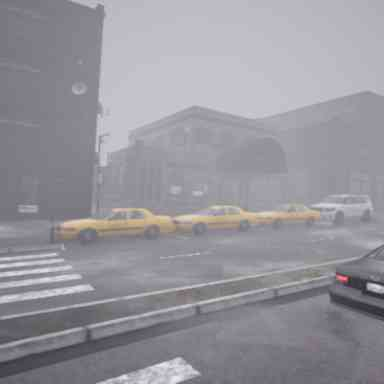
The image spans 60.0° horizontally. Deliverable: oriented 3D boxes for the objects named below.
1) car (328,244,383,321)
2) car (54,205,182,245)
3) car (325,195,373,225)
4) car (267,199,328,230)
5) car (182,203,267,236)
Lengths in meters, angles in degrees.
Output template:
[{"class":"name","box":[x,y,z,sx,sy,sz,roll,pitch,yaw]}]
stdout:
[{"class":"car","box":[4.990,1.562,6.572,5.357,1.411,2.033,0,0,-33]},{"class":"car","box":[-3.378,1.404,15.203,5.366,1.575,1.946,0,0,-32]},{"class":"car","box":[10.867,1.210,24.218,5.566,2.045,2.435,0,0,-32]},{"class":"car","box":[5.958,1.438,21.110,5.366,1.575,1.946,0,0,-32]},{"class":"car","box":[1.292,1.420,18.151,5.366,1.575,1.946,0,0,-32]}]
